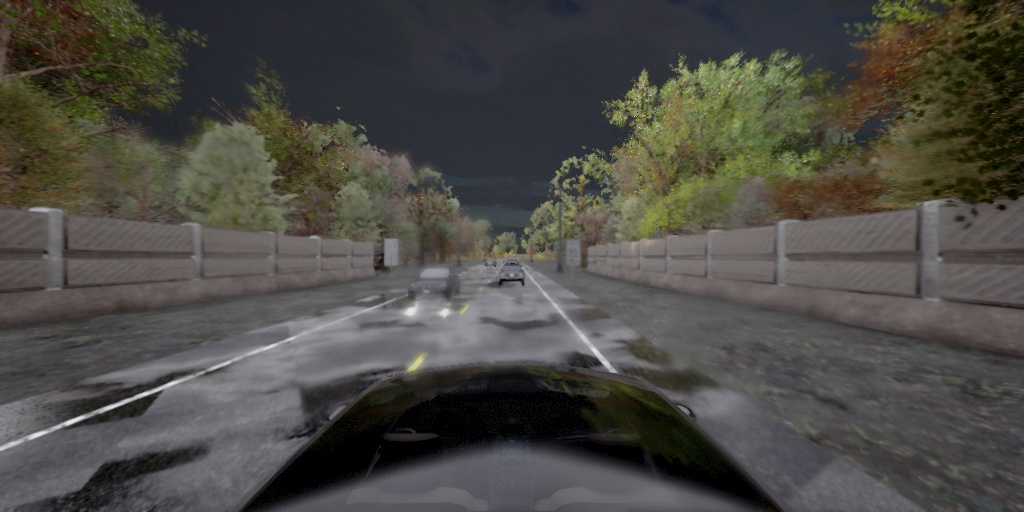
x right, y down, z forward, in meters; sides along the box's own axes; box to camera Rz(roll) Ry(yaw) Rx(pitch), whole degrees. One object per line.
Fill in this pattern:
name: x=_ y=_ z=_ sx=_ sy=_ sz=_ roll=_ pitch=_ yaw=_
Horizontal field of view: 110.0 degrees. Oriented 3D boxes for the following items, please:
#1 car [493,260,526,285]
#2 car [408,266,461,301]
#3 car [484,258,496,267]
car: x=0.004 y=1.264 z=25.533 sx=2.033 sy=1.411 sz=5.357 roll=0 pitch=0 yaw=0
car: x=-3.604 y=1.245 z=17.436 sx=1.812 sy=1.442 sz=4.674 roll=0 pitch=0 yaw=0
car: x=-3.565 y=1.105 z=59.968 sx=2.128 sy=1.511 sz=4.902 roll=0 pitch=0 yaw=0
